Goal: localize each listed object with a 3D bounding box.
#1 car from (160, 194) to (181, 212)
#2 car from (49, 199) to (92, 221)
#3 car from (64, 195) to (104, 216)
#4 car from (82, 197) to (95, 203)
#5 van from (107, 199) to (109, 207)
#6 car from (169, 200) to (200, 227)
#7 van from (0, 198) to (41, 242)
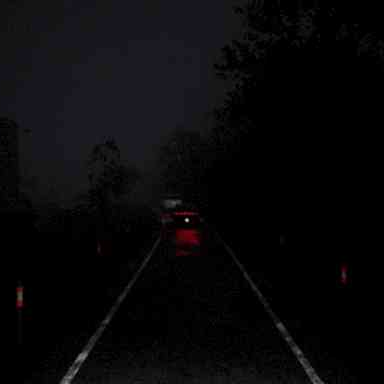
[{"bbox_3d":[-2.578,1.298,40.607,2.150,2.045,5.566,0,0,-10],"label":"car"},{"bbox_3d":[-9.906,1.558,27.179,2.002,1.452,4.674,1,-1,-5],"label":"car"},{"bbox_3d":[-10.438,1.281,32.717,2.435,2.045,5.566,1,-1,-9],"label":"car"},{"bbox_3d":[-26.725,2.100,85.901,2.231,1.521,4.892,2,-2,-28],"label":"car"},{"bbox_3d":[-13.221,1.364,49.166,1.878,1.987,4.442,1,-2,-15],"label":"van"},{"bbox_3d":[-0.499,1.567,23.689,1.837,1.490,4.892,0,0,-4],"label":"car"},{"bbox_3d":[-9.277,1.256,15.944,1.878,1.987,4.442,0,-1,-2],"label":"van"}]
